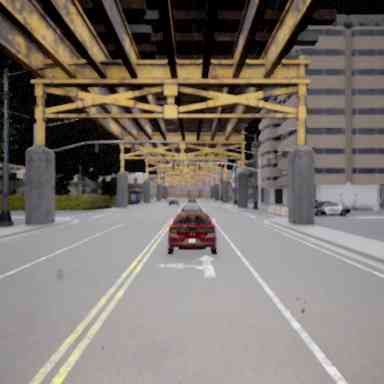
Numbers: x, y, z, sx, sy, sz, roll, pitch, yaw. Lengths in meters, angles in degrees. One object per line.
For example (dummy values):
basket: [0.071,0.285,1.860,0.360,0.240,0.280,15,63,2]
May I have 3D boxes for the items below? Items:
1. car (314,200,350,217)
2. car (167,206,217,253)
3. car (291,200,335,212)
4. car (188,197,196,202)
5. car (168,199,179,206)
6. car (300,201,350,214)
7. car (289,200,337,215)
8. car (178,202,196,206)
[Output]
car: [13.270,1.676,33.306,4.974,1.542,2.038,0,0,-20]
car: [0.029,1.585,14.269,1.882,1.535,5.008,0,0,1]
car: [13.645,1.544,37.444,4.536,1.218,1.853,0,0,25]
car: [0.019,1.839,75.317,2.033,1.411,5.357,0,0,0]
car: [-3.510,1.978,64.131,1.994,1.385,4.181,0,0,1]
car: [13.319,1.519,33.325,4.536,1.218,1.853,0,0,-20]
car: [13.598,1.702,37.465,4.974,1.542,2.038,0,0,25]
car: [-0.070,1.795,28.260,1.895,1.301,4.718,0,0,-2]
